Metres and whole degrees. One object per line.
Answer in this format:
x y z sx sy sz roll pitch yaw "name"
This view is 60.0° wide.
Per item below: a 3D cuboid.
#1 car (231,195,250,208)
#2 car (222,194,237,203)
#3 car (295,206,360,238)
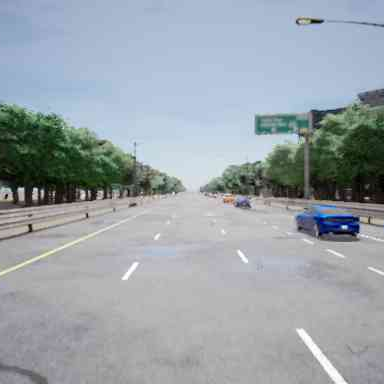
7.095 1.502 47.303 1.812 1.442 4.674 0 0 0 "car"
7.145 1.306 65.397 2.097 1.767 4.553 0 0 0 "car"
7.018 1.489 17.764 1.882 1.535 5.008 0 0 0 "car"
